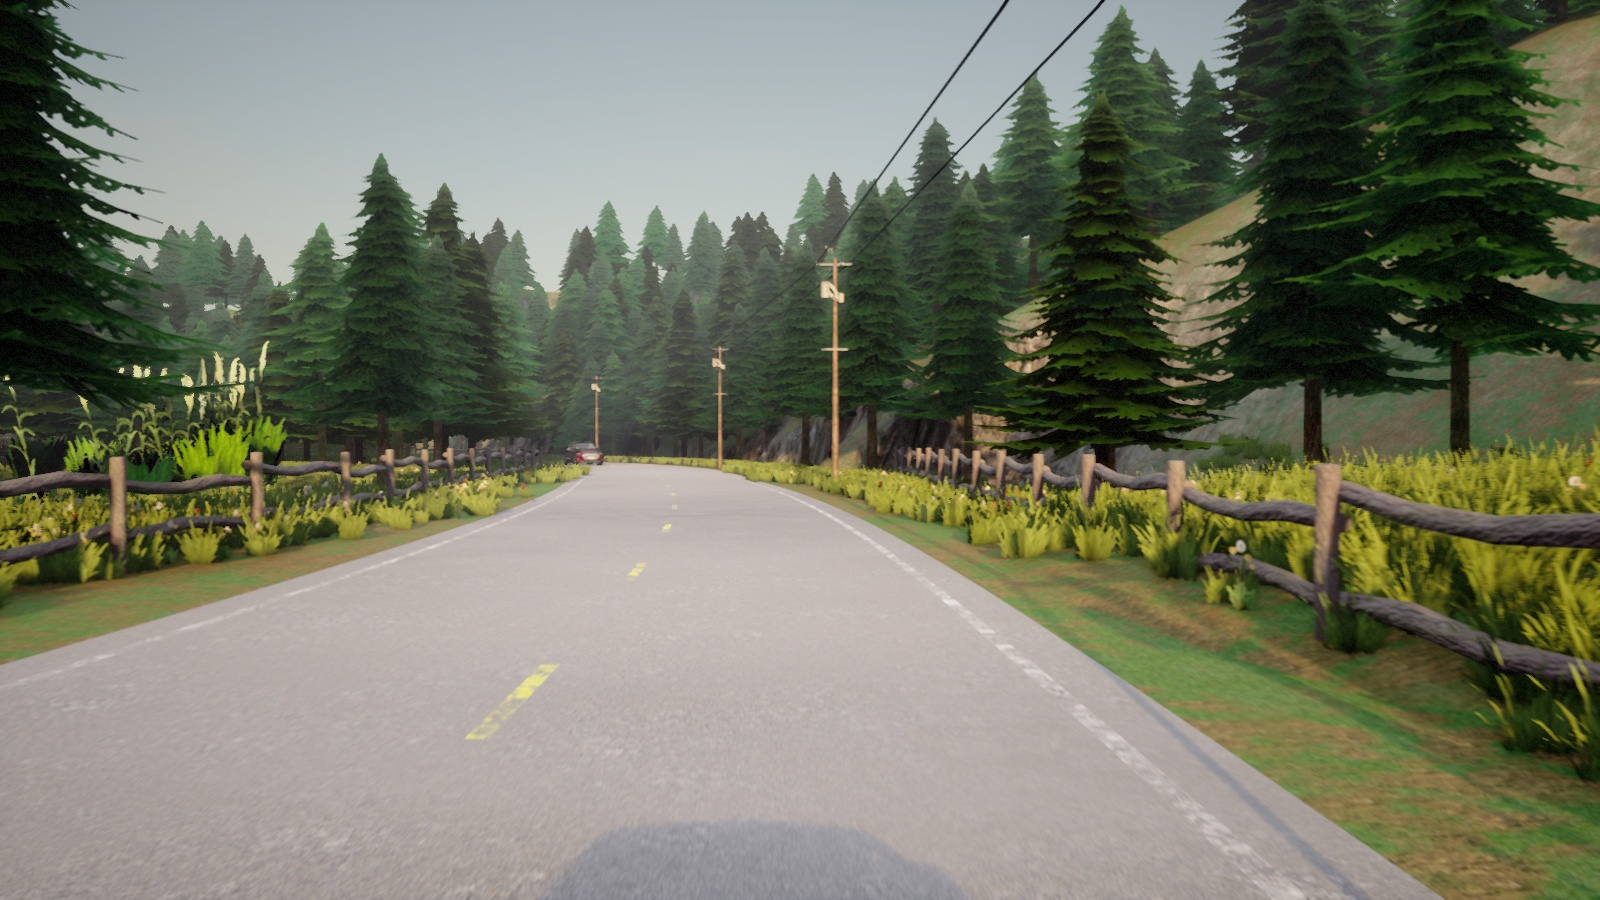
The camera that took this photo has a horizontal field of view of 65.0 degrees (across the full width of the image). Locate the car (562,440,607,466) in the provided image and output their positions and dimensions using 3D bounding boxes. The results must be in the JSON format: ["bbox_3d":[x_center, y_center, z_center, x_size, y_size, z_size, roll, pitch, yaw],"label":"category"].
[{"bbox_3d":[-14.434,0.195,83.908,2.033,1.649,4.856,0,0,-22],"label":"car"}]
